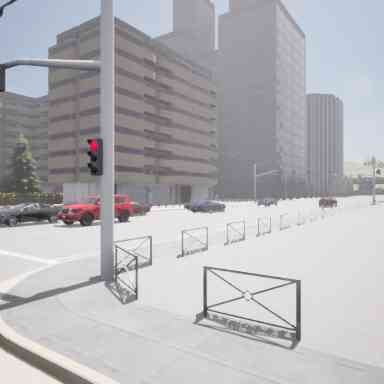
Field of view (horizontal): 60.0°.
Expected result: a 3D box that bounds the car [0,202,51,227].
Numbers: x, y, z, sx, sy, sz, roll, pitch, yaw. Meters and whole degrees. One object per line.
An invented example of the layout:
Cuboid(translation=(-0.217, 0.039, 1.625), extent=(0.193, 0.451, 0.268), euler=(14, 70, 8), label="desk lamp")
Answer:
Cuboid(translation=(-11.302, 1.492, 22.987), extent=(2.128, 1.511, 4.902), euler=(0, 0, 35), label="car")

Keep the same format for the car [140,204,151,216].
Cuboid(translation=(-6.043, 1.601, 30.619), extent=(1.895, 1.301, 4.718), euler=(0, 0, 35), label="car")

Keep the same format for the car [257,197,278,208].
Cuboid(translation=(11.300, 1.443, 49.461), extent=(1.812, 1.442, 4.674), euler=(0, 0, 35), label="car")

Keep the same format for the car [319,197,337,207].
Cuboid(translation=(20.783, 1.478, 50.716), extent=(1.882, 1.535, 5.008), euler=(0, 0, 35), label="car")

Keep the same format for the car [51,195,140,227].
Cuboid(translation=(-6.640, 1.221, 23.586), extent=(2.150, 2.045, 5.566), euler=(0, 0, 35), label="car")

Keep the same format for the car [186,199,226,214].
Cuboid(translation=(1.743, 1.600, 35.750), extent=(1.895, 1.301, 4.718), euler=(0, 0, 35), label="car")

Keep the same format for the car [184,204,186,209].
Cuboid(translation=(1.185, 1.547, 41.104), extent=(2.033, 1.411, 5.357), euler=(0, 0, 34), label="car")
